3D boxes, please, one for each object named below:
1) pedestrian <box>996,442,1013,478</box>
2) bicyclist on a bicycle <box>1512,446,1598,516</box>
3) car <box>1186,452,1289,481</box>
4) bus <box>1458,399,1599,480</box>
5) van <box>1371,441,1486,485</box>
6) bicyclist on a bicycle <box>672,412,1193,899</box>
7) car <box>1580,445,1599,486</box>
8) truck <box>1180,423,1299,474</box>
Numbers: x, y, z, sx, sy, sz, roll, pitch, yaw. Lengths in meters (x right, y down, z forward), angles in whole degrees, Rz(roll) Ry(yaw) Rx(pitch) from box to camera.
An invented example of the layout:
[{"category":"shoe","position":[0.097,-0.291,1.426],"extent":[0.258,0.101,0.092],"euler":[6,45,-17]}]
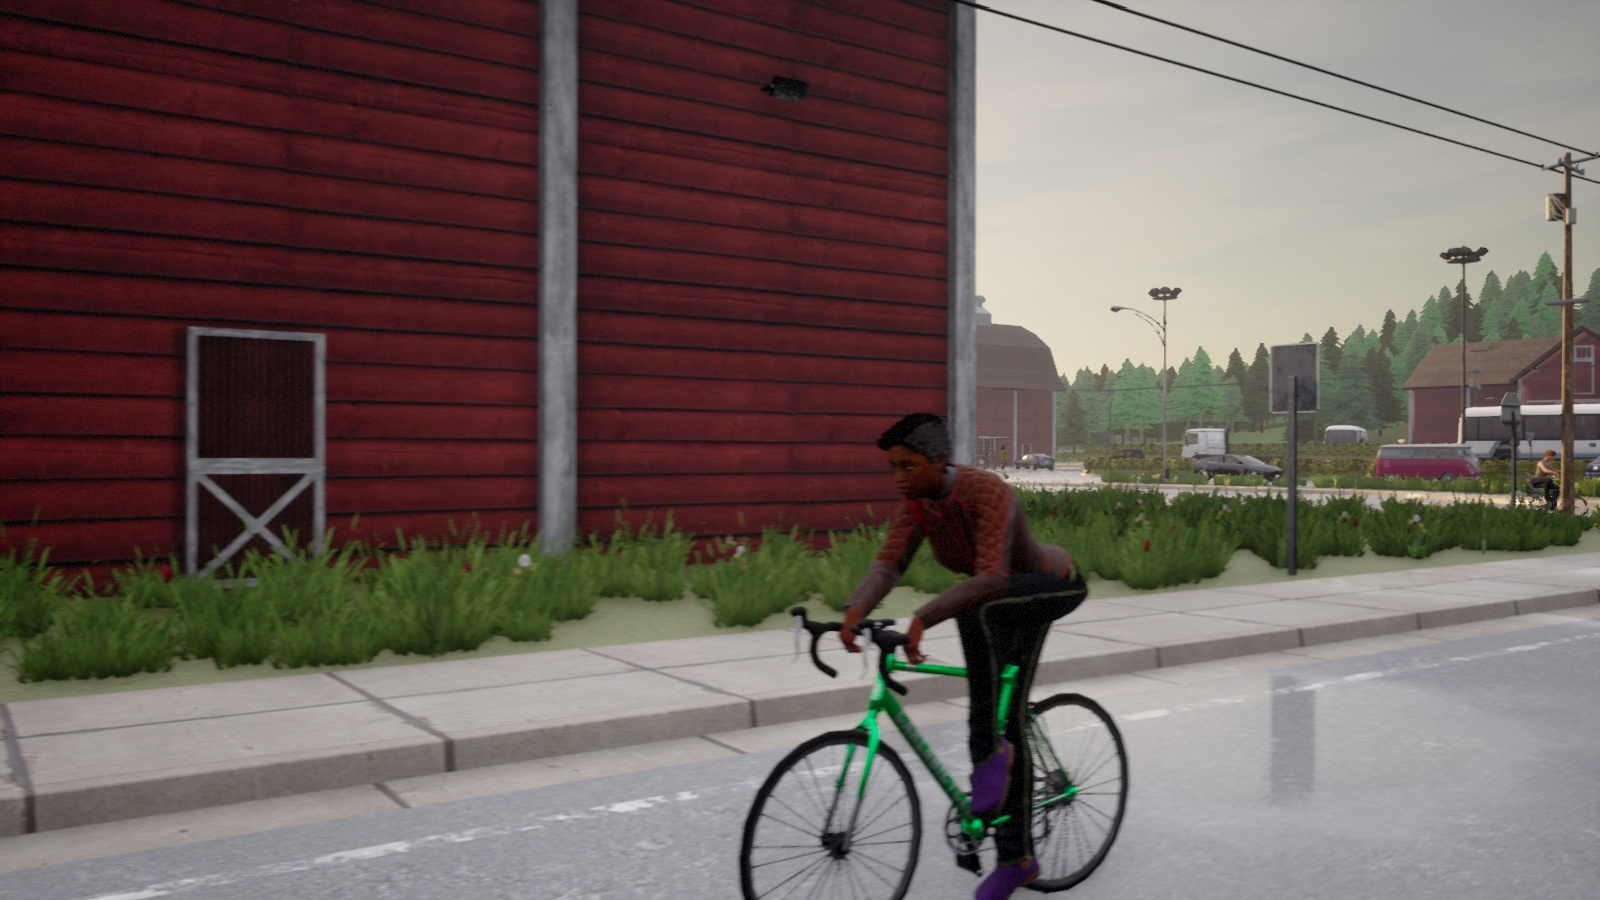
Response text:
[{"category":"pedestrian","position":[10.485,0.536,64.370],"extent":[0.726,1.835,0.370],"euler":[0,0,31]},{"category":"bicyclist on a bicycle","position":[17.770,0.716,29.575],"extent":[0.866,1.612,1.509],"euler":[0,0,-36]},{"category":"car","position":[23.103,0.859,66.432],"extent":[2.163,1.488,4.792],"euler":[0,0,-35]},{"category":"bus","position":[42.389,-0.552,69.069],"extent":[3.944,4.253,10.273],"euler":[0,0,-35]},{"category":"van","position":[29.148,0.579,58.370],"extent":[1.775,1.987,4.442],"euler":[0,0,-42]},{"category":"bicyclist on a bicycle","position":[0.471,0.707,3.987],"extent":[1.656,1.620,0.582],"euler":[-1,0,-35]},{"category":"car","position":[37.069,0.660,54.913],"extent":[4.553,1.767,2.097],"euler":[0,0,7]},{"category":"truck","position":[31.561,-0.082,90.530],"extent":[2.891,3.462,7.936],"euler":[0,0,-35]}]
